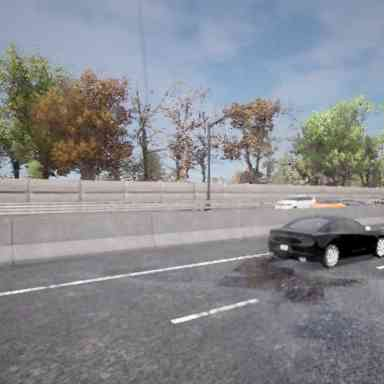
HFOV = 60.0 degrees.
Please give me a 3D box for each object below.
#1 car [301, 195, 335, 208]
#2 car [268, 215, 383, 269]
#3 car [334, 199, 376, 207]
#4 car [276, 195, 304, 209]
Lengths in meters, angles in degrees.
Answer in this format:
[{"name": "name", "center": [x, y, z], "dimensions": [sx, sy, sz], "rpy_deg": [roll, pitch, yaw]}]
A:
[{"name": "car", "center": [14.316, 1.524, 35.704], "dimensions": [4.553, 1.767, 2.097], "rpy_deg": [0, 0, -35]}, {"name": "car", "center": [4.796, 1.533, 11.472], "dimensions": [5.008, 1.535, 1.882], "rpy_deg": [0, 0, -36]}, {"name": "car", "center": [16.810, 1.666, 33.185], "dimensions": [4.902, 1.511, 2.128], "rpy_deg": [0, 0, -35]}, {"name": "car", "center": [12.138, 1.391, 38.452], "dimensions": [5.566, 2.045, 2.150], "rpy_deg": [0, 0, -35]}]
